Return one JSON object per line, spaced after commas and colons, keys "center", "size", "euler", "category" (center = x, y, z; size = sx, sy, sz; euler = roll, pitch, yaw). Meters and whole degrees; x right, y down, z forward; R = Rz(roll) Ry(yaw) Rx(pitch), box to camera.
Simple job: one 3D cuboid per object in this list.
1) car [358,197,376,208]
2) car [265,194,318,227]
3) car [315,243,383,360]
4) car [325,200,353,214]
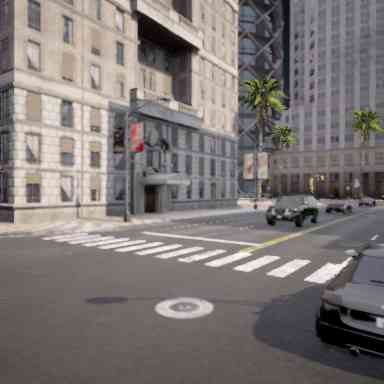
{"center": [25.668, 1.510, 48.677], "size": [2.033, 1.411, 5.357], "euler": [0, 0, 36], "category": "car"}
{"center": [6.967, 1.185, 22.781], "size": [2.150, 2.045, 5.566], "euler": [0, 0, 35], "category": "car"}
{"center": [3.544, 1.564, 5.610], "size": [1.994, 1.385, 4.181], "euler": [0, 0, 35], "category": "car"}
{"center": [15.373, 1.510, 34.555], "size": [2.033, 1.411, 5.357], "euler": [0, 0, 36], "category": "car"}
